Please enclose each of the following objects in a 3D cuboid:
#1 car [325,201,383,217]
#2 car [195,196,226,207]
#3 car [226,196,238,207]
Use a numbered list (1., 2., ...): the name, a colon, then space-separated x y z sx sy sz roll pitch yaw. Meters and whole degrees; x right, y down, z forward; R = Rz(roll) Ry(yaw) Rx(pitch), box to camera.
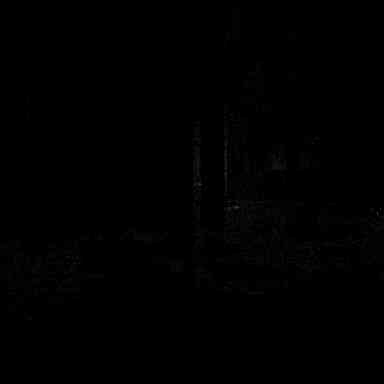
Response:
1. car: 15.192 1.592 31.304 1.895 1.301 4.718 0 0 -35
2. car: 2.373 1.340 49.480 2.097 1.767 4.553 0 0 -35
3. car: 5.022 1.334 51.364 2.097 1.767 4.553 0 0 -35
